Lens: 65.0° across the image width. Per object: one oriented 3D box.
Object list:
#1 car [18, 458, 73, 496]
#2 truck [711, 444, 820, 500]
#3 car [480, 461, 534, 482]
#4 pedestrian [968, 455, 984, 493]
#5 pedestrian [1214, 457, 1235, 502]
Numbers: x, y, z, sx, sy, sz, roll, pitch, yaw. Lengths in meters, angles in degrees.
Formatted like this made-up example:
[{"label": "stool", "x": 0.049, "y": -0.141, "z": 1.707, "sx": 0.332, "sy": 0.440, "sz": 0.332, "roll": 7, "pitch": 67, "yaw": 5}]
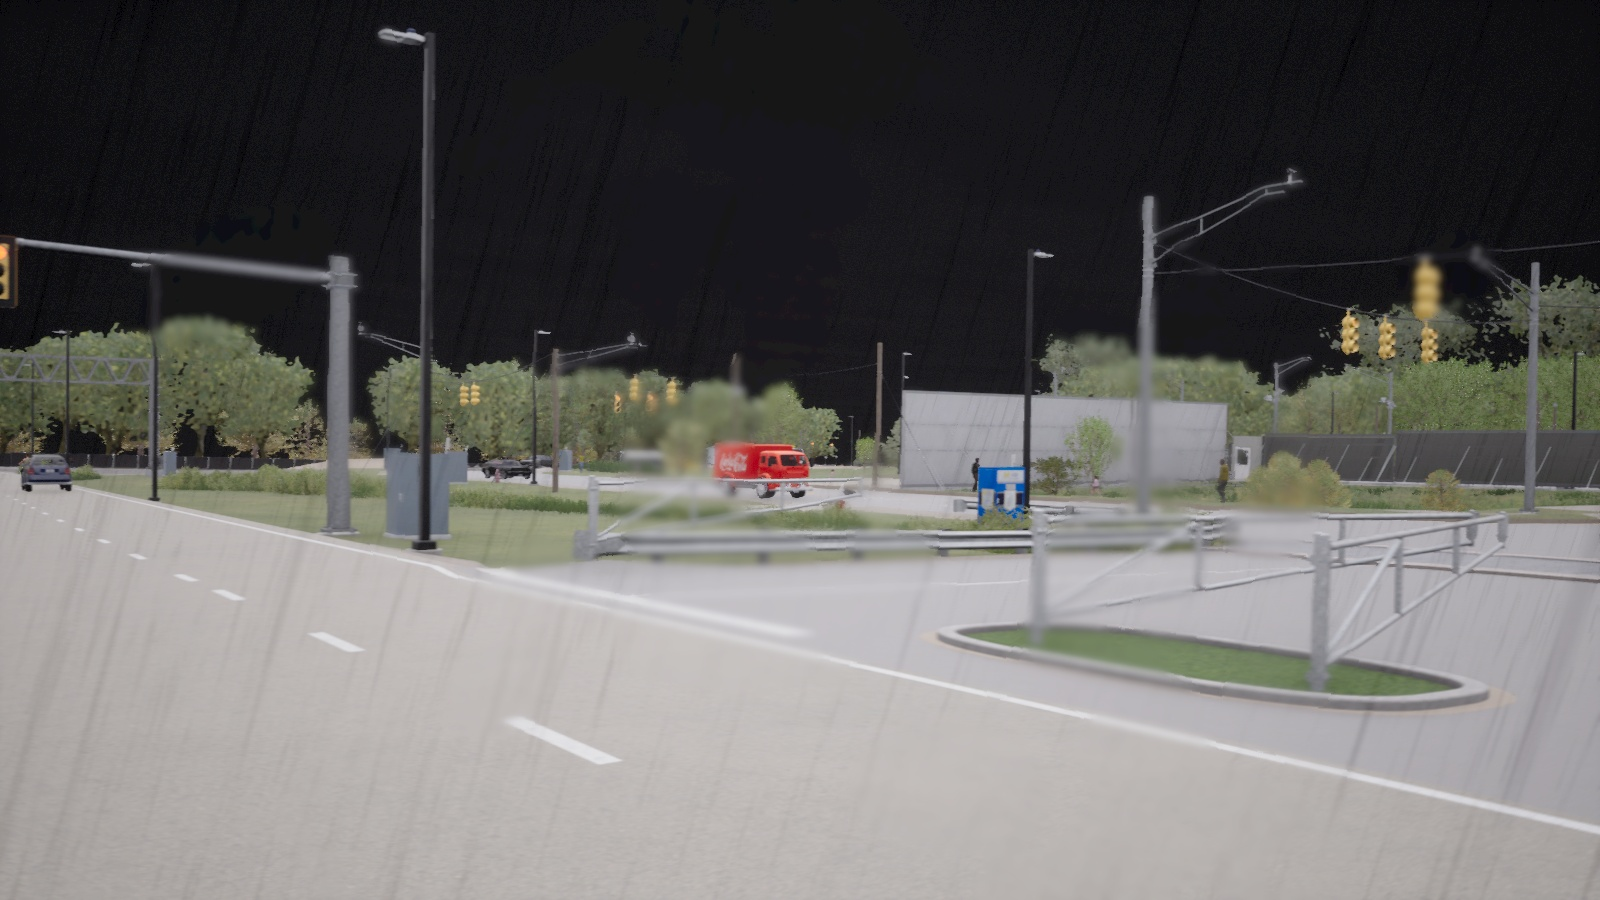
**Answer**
[{"label": "car", "x": -32.266, "y": 1.109, "z": 53.667, "sx": 1.789, "sy": 1.549, "sz": 3.705, "roll": 0, "pitch": 0, "yaw": -35}, {"label": "truck", "x": -1.646, "y": 0.976, "z": 58.189, "sx": 2.627, "sy": 2.467, "sz": 5.204, "roll": 0, "pitch": 0, "yaw": -35}, {"label": "car", "x": -19.647, "y": 1.397, "z": 84.141, "sx": 1.895, "sy": 1.301, "sz": 4.718, "roll": 0, "pitch": 0, "yaw": -36}, {"label": "pedestrian", "x": 9.158, "y": 1.255, "z": 65.370, "sx": 0.395, "sy": 1.930, "sz": 0.692, "roll": 0, "pitch": 1, "yaw": -35}, {"label": "pedestrian", "x": 17.624, "y": 1.198, "z": 52.147, "sx": 0.370, "sy": 1.835, "sz": 0.726, "roll": 0, "pitch": 1, "yaw": -35}]
